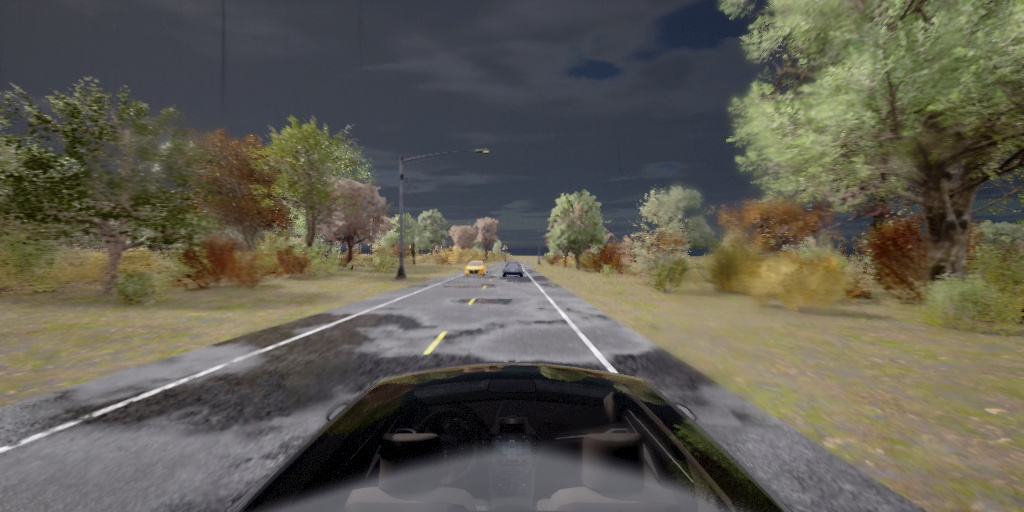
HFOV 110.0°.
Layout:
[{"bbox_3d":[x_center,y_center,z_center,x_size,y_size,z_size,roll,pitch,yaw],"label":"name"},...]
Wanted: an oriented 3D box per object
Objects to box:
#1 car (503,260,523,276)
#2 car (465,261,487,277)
[{"bbox_3d":[0.084,1.321,36.581,1.994,1.385,4.181,0,0,0],"label":"car"},{"bbox_3d":[-3.589,1.234,36.238,1.882,1.535,5.008,0,0,0],"label":"car"}]
